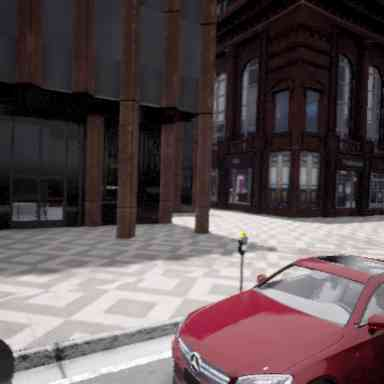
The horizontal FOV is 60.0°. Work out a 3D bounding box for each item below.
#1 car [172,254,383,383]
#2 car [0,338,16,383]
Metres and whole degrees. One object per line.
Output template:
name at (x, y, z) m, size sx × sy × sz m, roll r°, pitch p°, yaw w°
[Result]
car at (1.792, 1.514, 4.129) m, size 4.206 × 1.307 × 1.802 m, roll 1°, pitch 2°, yaw -32°
car at (-3.007, 1.412, 1.173) m, size 4.313 × 1.339 × 1.947 m, roll 1°, pitch 2°, yaw -32°
